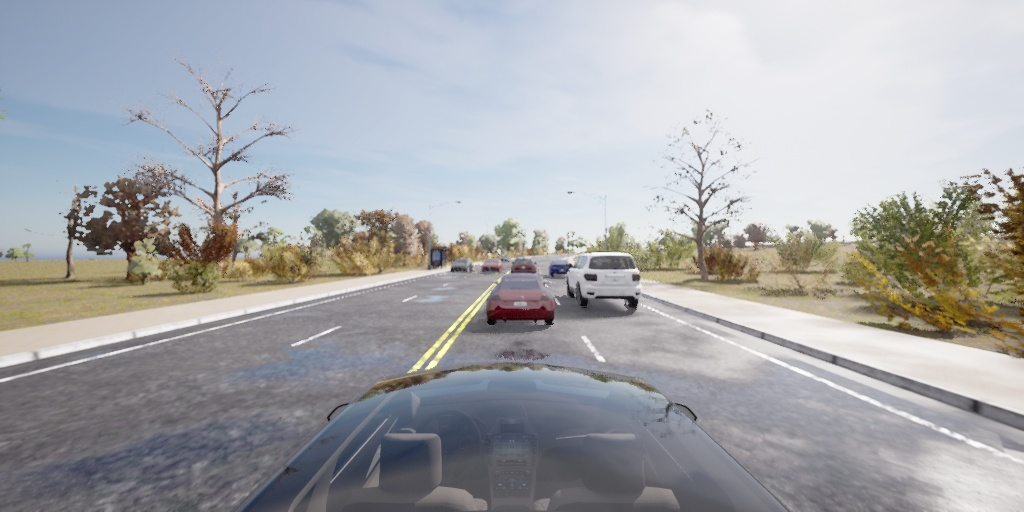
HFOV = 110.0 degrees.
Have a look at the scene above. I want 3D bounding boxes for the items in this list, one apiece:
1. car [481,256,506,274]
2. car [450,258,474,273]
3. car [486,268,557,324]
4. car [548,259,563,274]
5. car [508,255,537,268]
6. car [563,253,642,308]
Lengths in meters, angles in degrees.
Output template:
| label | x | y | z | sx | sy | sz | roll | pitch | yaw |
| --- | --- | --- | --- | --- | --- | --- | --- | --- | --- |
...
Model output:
| label | x | y | z | sx | sy | sz | roll | pitch | yaw |
| --- | --- | --- | --- | --- | --- | --- | --- | --- | --- |
| car | -2.014 | 1.002 | 37.768 | 1.882 | 1.535 | 5.008 | 0 | 0 | 4 |
| car | -5.246 | 1.028 | 38.134 | 1.837 | 1.490 | 4.892 | 0 | 0 | 4 |
| car | 0.284 | 1.259 | 11.745 | 1.994 | 1.385 | 4.181 | 0 | 0 | 2 |
| car | 4.394 | 1.036 | 32.729 | 1.882 | 1.535 | 5.008 | 0 | 0 | 3 |
| car | 1.039 | 0.923 | 30.933 | 2.097 | 1.767 | 4.553 | 0 | 0 | 3 |
| car | 3.630 | 0.897 | 15.017 | 2.150 | 2.045 | 5.566 | 0 | 0 | 2 |
